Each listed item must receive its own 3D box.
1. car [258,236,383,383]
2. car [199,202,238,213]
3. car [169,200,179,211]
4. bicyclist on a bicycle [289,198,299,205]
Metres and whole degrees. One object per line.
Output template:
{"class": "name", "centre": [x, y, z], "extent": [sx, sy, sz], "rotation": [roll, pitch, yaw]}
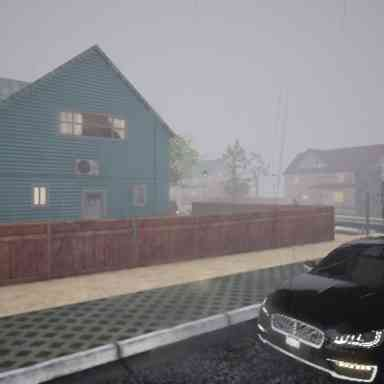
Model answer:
{"class": "car", "centre": [3.169, 1.539, 5.335], "extent": [4.892, 1.490, 1.837], "rotation": [0, 0, -35]}
{"class": "car", "centre": [2.447, 1.630, 31.103], "extent": [1.895, 1.301, 4.718], "rotation": [0, 0, -36]}
{"class": "car", "centre": [-3.303, 1.551, 39.140], "extent": [1.994, 1.385, 4.181], "rotation": [0, 0, -35]}
{"class": "bicyclist on a bicycle", "centre": [9.603, 1.365, 31.178], "extent": [1.656, 1.620, 0.582], "rotation": [0, 0, -36]}
